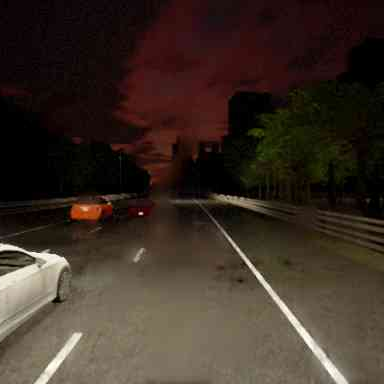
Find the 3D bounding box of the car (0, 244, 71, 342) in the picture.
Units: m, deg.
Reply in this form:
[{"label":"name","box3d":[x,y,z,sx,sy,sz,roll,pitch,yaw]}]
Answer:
[{"label":"car","box3d":[-3.413,1.484,5.026,1.812,1.442,4.674,0,0,0]}]

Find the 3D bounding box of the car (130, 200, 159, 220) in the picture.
[{"label":"car","box3d":[-3.576,1.321,25.376,1.812,1.442,4.674,0,0,-1]}]

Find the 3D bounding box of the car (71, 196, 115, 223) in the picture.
[{"label":"car","box3d":[-7.048,1.159,24.038,2.097,1.767,4.553,0,0,-1]}]
